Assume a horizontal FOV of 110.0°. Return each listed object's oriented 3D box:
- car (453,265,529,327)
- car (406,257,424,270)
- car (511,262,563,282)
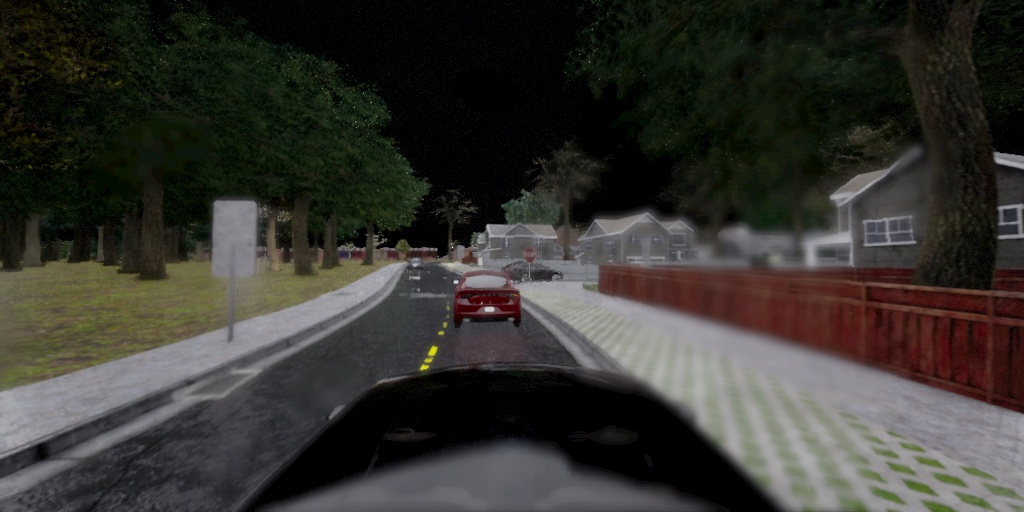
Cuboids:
[{"bbox_3d":[-0.877,1.214,11.645,1.882,1.535,5.008,0,0,-7],"label":"car"},{"bbox_3d":[-12.252,0.979,45.353,2.128,1.511,4.902,1,0,-15],"label":"car"},{"bbox_3d":[1.469,1.185,25.321,4.892,1.490,1.837,2,-6,-37],"label":"car"}]
